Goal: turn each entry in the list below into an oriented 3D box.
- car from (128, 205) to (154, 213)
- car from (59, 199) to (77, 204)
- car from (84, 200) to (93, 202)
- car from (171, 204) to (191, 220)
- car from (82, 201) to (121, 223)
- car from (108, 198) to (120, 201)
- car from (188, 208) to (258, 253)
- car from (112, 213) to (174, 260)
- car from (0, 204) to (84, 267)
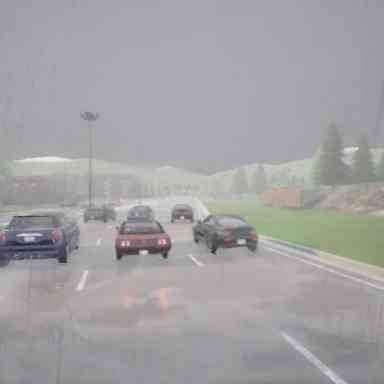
[{"bbox_3d":[-4.294,1.830,28.185,2.033,1.411,5.357,0,0,-1],"label":"car"},{"bbox_3d":[-22.756,2.074,61.146,2.097,1.767,4.553,0,-1,1],"label":"car"},{"bbox_3d":[-19.248,2.228,62.109,1.812,1.442,4.674,0,0,1],"label":"car"},{"bbox_3d":[-0.795,1.765,28.554,1.837,1.490,4.892,0,0,-1],"label":"car"},{"bbox_3d":[-7.794,1.806,28.432,2.128,1.511,4.902,0,0,-1],"label":"car"},{"bbox_3d":[-15.700,2.063,66.805,2.097,1.767,4.553,0,0,0],"label":"car"},{"bbox_3d":[1.293,1.640,14.197,1.812,1.442,4.674,0,0,-12],"label":"car"},{"bbox_3d":[-2.065,1.734,13.151,1.895,1.301,4.718,0,0,-12],"label":"car"},{"bbox_3d":[-5.477,1.504,12.370,2.097,1.767,4.553,0,-1,-12],"label":"car"}]
